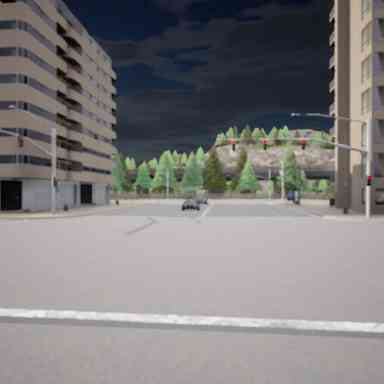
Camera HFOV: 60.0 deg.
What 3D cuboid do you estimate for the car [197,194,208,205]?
[{"bbox_3d":[1.477,1.251,55.115,2.097,1.767,4.553,0,0,6],"label":"car"}]

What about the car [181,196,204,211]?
[{"bbox_3d":[-0.050,1.493,39.254,1.994,1.385,4.181,0,0,5],"label":"car"}]
